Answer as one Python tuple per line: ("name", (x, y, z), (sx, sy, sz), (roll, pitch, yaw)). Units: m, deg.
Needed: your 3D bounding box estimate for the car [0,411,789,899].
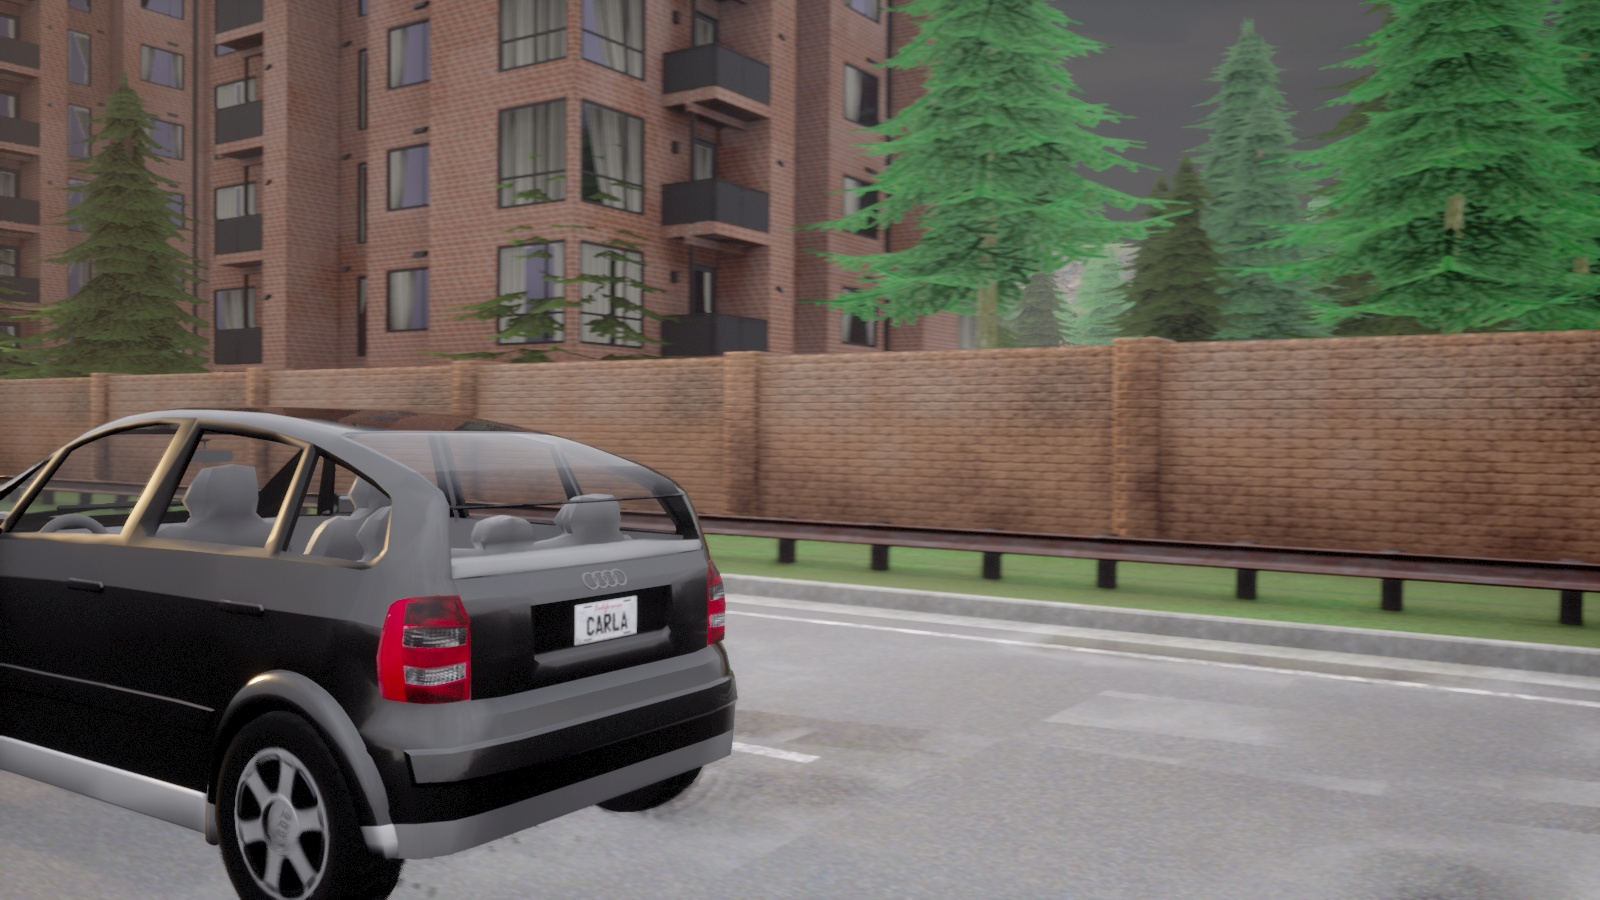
("car", (-2.086, 0.656, 4.965), (3.705, 1.549, 1.789), (0, 1, 33))
